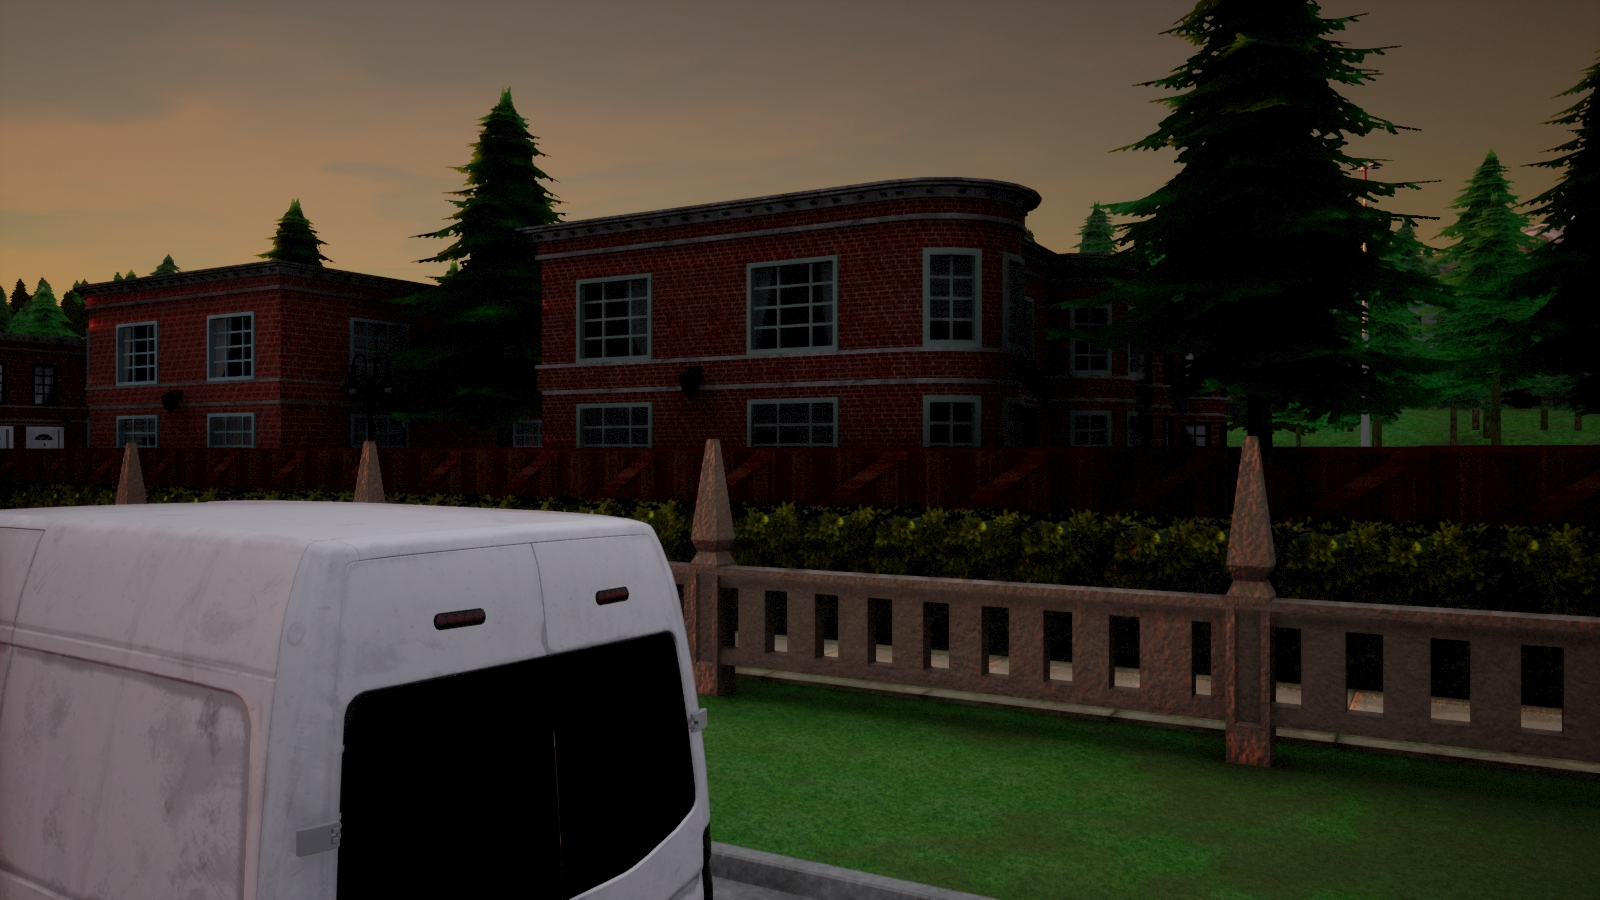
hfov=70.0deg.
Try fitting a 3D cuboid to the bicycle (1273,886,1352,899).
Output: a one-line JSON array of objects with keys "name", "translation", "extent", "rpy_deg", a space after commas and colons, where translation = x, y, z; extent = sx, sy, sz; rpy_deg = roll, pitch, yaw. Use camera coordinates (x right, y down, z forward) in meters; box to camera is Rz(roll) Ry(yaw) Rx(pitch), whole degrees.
[{"name": "bicycle", "translation": [2.139, 2.059, 2.832], "extent": [1.835, 1.471, 0.329], "rpy_deg": [1, 1, 30]}]

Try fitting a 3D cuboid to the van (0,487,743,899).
[{"name": "van", "translation": [-3.240, 1.534, 5.467], "extent": [5.915, 2.561, 1.988], "rpy_deg": [0, 0, 34]}]
